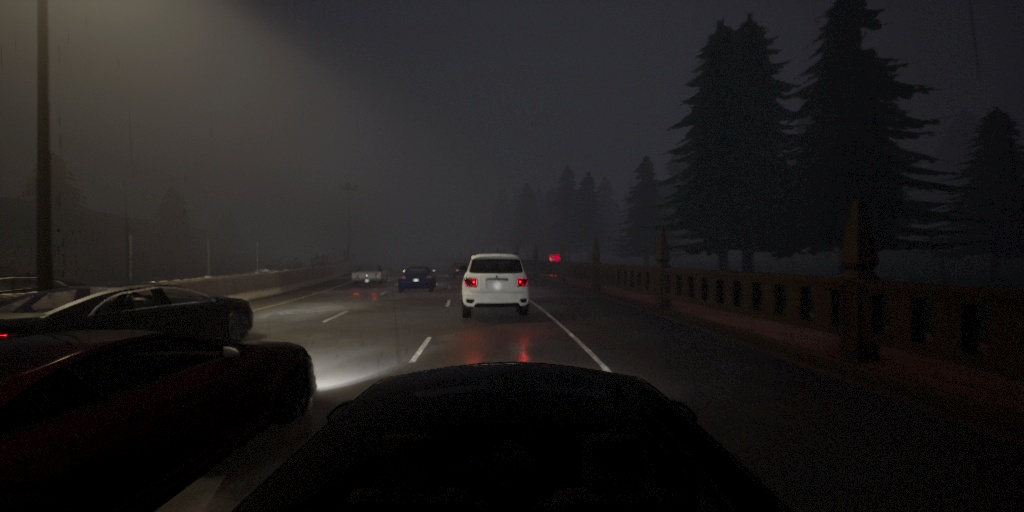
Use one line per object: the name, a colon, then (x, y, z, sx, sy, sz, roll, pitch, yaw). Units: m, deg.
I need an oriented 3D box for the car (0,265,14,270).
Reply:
car: (-22.198, 1.151, 14.023, 2.097, 1.767, 4.553, 0, 0, -9)

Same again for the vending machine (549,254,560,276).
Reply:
vending machine: (3.852, 0.844, 31.521, 1.100, 2.100, 0.880, 0, 0, -15)

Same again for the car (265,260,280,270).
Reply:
car: (-35.535, 1.281, 54.040, 2.033, 1.411, 5.357, 0, 0, -22)

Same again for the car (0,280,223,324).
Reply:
car: (-7.207, 1.254, 6.843, 2.128, 1.511, 4.902, 0, 0, -3)

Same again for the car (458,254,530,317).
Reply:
car: (-0.724, 0.940, 13.322, 2.150, 2.045, 5.566, 0, 0, -6)

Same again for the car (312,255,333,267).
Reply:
car: (-26.380, 0.931, 49.992, 2.150, 2.045, 5.566, 0, 0, -22)

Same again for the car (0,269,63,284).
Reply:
car: (-14.625, 1.274, 9.773, 2.128, 1.511, 4.902, 0, 0, -6)

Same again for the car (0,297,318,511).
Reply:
car: (-3.571, 1.324, 3.087, 1.994, 1.385, 4.181, 0, 0, -1)

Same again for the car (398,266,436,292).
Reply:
car: (-5.559, 1.278, 21.340, 1.994, 1.385, 4.181, 0, 0, -11)

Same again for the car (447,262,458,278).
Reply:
car: (-4.683, 1.225, 32.615, 2.033, 1.411, 5.357, 0, 0, -17)

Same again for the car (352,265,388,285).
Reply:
car: (-10.056, 1.320, 25.707, 1.895, 1.301, 4.718, 0, 0, -14)

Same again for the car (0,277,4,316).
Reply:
car: (-18.112, 1.397, 9.843, 1.895, 1.301, 4.718, 0, 0, -6)

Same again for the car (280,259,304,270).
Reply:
car: (-30.135, 1.216, 49.947, 2.128, 1.511, 4.902, 0, 0, -22)
